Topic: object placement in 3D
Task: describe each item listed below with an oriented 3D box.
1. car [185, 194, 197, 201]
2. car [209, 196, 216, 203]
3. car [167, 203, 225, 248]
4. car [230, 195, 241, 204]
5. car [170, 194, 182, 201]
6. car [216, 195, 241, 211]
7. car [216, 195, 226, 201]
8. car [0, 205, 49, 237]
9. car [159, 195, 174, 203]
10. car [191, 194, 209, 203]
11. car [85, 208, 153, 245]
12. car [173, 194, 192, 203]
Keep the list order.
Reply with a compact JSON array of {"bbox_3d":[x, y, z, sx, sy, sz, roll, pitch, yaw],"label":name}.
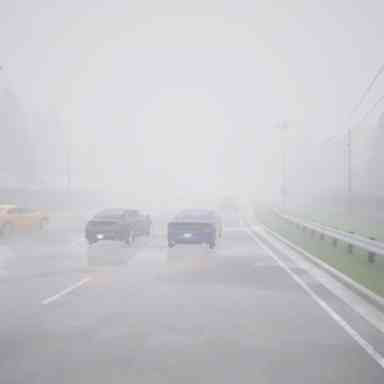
[{"bbox_3d":[-0.178,1.219,77.007,1.882,1.535,5.008,0,0,9],"label":"car"},{"bbox_3d":[5.089,1.451,65.992,1.812,1.442,4.674,0,0,9],"label":"car"},{"bbox_3d":[0.242,1.461,14.799,1.882,1.535,5.008,0,0,9],"label":"car"},{"bbox_3d":[8.076,1.410,62.006,1.882,1.535,5.008,0,0,9],"label":"car"},{"bbox_3d":[-3.631,1.291,77.580,1.994,1.385,4.181,0,0,9],"label":"car"},{"bbox_3d":[4.521,1.307,40.541,2.097,1.767,4.553,0,0,9],"label":"car"},{"bbox_3d":[6.732,1.342,75.890,1.895,1.301,4.718,0,0,9],"label":"car"},{"bbox_3d":[-9.846,1.450,18.153,1.882,1.535,5.008,0,0,9],"label":"car"},{"bbox_3d":[-5.274,1.475,67.679,1.994,1.385,4.181,0,0,9],"label":"car"},{"bbox_3d":[1.637,1.485,66.566,1.994,1.385,4.181,0,0,9],"label":"car"},{"bbox_3d":[-3.201,1.485,15.435,1.837,1.490,4.892,0,0,9],"label":"car"},{"bbox_3d":[-1.884,1.422,66.728,1.837,1.490,4.892,0,0,9],"label":"car"}]
